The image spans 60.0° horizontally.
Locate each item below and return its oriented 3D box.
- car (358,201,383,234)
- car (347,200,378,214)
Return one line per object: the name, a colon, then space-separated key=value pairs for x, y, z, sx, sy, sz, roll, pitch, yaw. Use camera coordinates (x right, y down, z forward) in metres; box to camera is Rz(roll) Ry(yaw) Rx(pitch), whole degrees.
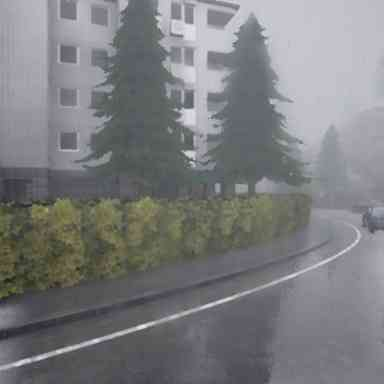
car: x=10.837 y=1.476 z=18.769 sx=1.812 sy=1.442 sz=4.674 roll=0 pitch=0 yaw=20
car: x=16.576 y=1.466 z=30.856 sx=2.033 sy=1.411 sz=5.357 roll=0 pitch=0 yaw=-3
